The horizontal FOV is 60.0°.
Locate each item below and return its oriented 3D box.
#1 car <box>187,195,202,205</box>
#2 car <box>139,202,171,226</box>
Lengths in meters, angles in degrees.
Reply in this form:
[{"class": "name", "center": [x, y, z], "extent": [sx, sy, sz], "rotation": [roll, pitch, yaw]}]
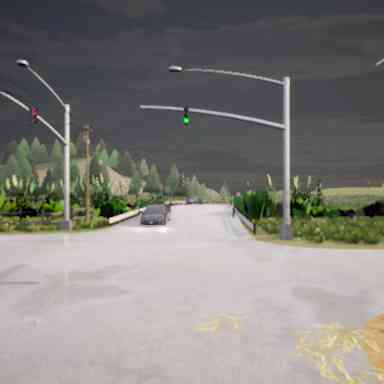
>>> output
[{"class": "car", "center": [0.431, 1.254, 50.525], "extent": [2.128, 1.511, 4.902], "rotation": [0, -1, 9]}, {"class": "car", "center": [-2.636, 1.604, 24.741], "extent": [1.837, 1.490, 4.892], "rotation": [0, 5, 3]}]
